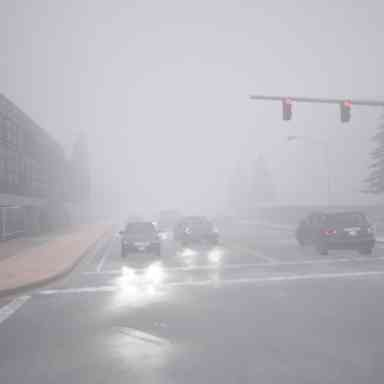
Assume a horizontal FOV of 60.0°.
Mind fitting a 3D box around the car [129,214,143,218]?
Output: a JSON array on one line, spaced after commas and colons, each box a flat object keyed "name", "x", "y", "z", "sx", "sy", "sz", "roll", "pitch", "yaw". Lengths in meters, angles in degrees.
[{"name": "car", "x": -5.395, "y": 3.069, "z": 32.181, "sx": 1.837, "sy": 1.490, "sz": 4.892, "roll": -1, "pitch": -3, "yaw": -10}]

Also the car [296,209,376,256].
[{"name": "car", "x": 6.741, "y": 1.902, "z": 16.247, "sx": 2.150, "sy": 2.045, "sz": 5.566, "roll": -4, "pitch": -3, "yaw": 3}]

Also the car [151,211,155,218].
[{"name": "car", "x": -5.513, "y": 4.152, "z": 53.043, "sx": 1.895, "sy": 1.301, "sz": 4.718, "roll": -1, "pitch": -3, "yaw": -10}]

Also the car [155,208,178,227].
[{"name": "car", "x": -2.320, "y": 2.850, "z": 34.828, "sx": 2.150, "sy": 2.045, "sz": 5.566, "roll": -1, "pitch": -3, "yaw": -10}]

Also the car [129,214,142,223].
[{"name": "car", "x": -8.957, "y": 4.151, "z": 52.420, "sx": 1.895, "sy": 1.301, "sz": 4.718, "roll": -1, "pitch": -3, "yaw": -10}]

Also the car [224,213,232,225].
[{"name": "car", "x": 3.690, "y": 3.349, "z": 41.479, "sx": 1.812, "sy": 1.442, "sz": 4.674, "roll": -1, "pitch": -3, "yaw": -10}]

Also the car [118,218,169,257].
[{"name": "car", "x": -2.633, "y": 2.319, "z": 16.966, "sx": 2.128, "sy": 1.511, "sz": 4.902, "roll": -1, "pitch": -3, "yaw": -10}]

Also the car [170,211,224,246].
[{"name": "car", "x": 0.162, "y": 2.315, "z": 21.088, "sx": 2.097, "sy": 1.767, "sz": 4.553, "roll": 0, "pitch": -3, "yaw": -12}]
